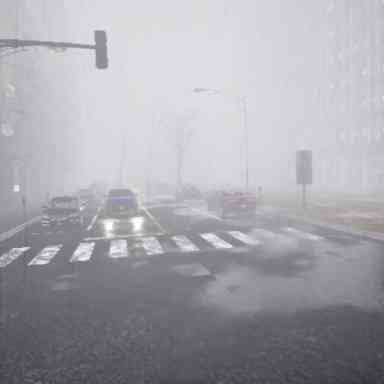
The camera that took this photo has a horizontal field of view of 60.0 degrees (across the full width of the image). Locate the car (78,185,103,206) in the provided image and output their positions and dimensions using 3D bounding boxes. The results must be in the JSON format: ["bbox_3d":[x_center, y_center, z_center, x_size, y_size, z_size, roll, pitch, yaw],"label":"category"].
[{"bbox_3d":[-8.622,0.406,27.142,2.008,1.369,4.403,-3,3,-13],"label":"car"}]

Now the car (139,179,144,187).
[{"bbox_3d":[-8.980,-1.682,66.710,1.887,1.381,4.507,-3,3,-13],"label":"car"}]

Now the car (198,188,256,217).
[{"bbox_3d":[1.982,0.465,18.184,1.887,1.381,4.507,-3,3,-13],"label":"car"}]

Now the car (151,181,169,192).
[{"bbox_3d":[-4.106,-0.696,45.144,1.802,1.307,4.206,-3,3,-13],"label":"car"}]

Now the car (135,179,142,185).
[{"bbox_3d":[-15.107,-2.880,93.833,1.752,1.417,4.829,-3,3,-13],"label":"car"}]

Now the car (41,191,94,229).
[{"bbox_3d":[-6.186,0.887,16.358,2.008,1.369,4.403,-3,3,-13],"label":"car"}]

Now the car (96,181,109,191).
[{"bbox_3d":[-15.934,-1.134,59.486,1.967,1.590,4.097,-3,3,-13],"label":"car"}]

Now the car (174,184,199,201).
[{"bbox_3d":[-0.492,-0.043,29.132,1.752,1.417,4.829,-3,3,-13],"label":"car"}]

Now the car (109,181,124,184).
[{"bbox_3d":[-11.285,-1.019,51.059,1.882,1.535,5.008,-3,3,-13],"label":"car"}]

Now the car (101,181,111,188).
[{"bbox_3d":[-19.584,-1.730,75.666,2.008,1.369,4.403,-3,3,-13],"label":"car"}]

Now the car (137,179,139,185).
[{"bbox_3d":[-10.198,-1.912,72.102,2.008,1.369,4.403,-3,3,-13],"label":"car"}]

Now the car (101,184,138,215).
[{"bbox_3d":[-4.528,0.504,21.192,1.882,1.535,5.008,-3,3,-13],"label":"car"}]

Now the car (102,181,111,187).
[{"bbox_3d":[-20.802,-1.964,81.058,2.008,1.369,4.403,-3,3,-13],"label":"car"}]

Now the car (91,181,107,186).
[{"bbox_3d":[-11.062,-0.182,37.919,1.967,1.590,4.097,-3,3,-13],"label":"car"}]

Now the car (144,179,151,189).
[{"bbox_3d":[-6.582,-1.236,56.091,1.752,1.417,4.829,-3,3,-13],"label":"car"}]
